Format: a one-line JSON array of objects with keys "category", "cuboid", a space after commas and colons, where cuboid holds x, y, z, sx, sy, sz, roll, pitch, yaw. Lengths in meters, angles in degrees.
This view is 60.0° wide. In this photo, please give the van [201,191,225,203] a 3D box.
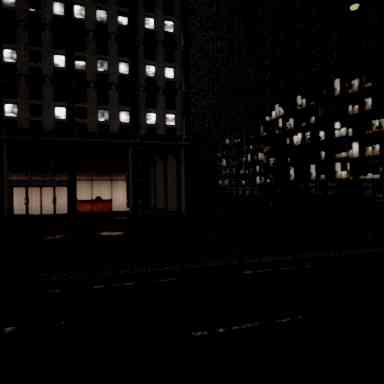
[{"category": "van", "cuboid": [3.502, 0.946, 56.091, 1.690, 1.788, 3.998, 0, 1, -20]}]

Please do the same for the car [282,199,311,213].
[{"category": "car", "cuboid": [11.088, 1.391, 34.664, 1.802, 1.307, 4.206, 0, 1, -20]}]

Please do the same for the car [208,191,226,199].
[{"category": "car", "cuboid": [5.619, 0.626, 74.969, 2.192, 1.841, 5.009, 0, 1, -20]}]

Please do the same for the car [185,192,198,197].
[{"category": "car", "cuboid": [-0.149, 0.704, 91.017, 2.008, 1.369, 4.403, 0, 1, -20]}]

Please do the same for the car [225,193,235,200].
[{"category": "car", "cuboid": [7.543, 0.945, 69.624, 1.802, 1.307, 4.206, 0, 1, -20]}]

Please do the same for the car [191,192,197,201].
[{"category": "car", "cuboid": [-0.344, 1.052, 66.790, 2.008, 1.369, 4.403, 0, 1, -20]}]

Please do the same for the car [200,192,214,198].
[{"category": "car", "cuboid": [3.696, 0.698, 80.319, 1.967, 1.590, 4.097, 0, 1, -20]}]

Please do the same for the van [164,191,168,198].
[{"category": "van", "cuboid": [-6.113, 0.685, 82.833, 1.690, 1.788, 3.998, 0, 1, -20]}]

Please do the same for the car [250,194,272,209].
[{"category": "car", "cuboid": [9.220, 1.324, 40.031, 1.947, 1.339, 4.313, 0, 1, -20]}]

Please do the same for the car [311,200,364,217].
[{"category": "car", "cuboid": [12.994, 1.425, 29.307, 1.947, 1.339, 4.313, 0, 1, -20]}]

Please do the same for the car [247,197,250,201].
[{"category": "car", "cuboid": [11.388, 1.049, 58.927, 1.802, 1.307, 4.206, 0, 1, -20]}]
